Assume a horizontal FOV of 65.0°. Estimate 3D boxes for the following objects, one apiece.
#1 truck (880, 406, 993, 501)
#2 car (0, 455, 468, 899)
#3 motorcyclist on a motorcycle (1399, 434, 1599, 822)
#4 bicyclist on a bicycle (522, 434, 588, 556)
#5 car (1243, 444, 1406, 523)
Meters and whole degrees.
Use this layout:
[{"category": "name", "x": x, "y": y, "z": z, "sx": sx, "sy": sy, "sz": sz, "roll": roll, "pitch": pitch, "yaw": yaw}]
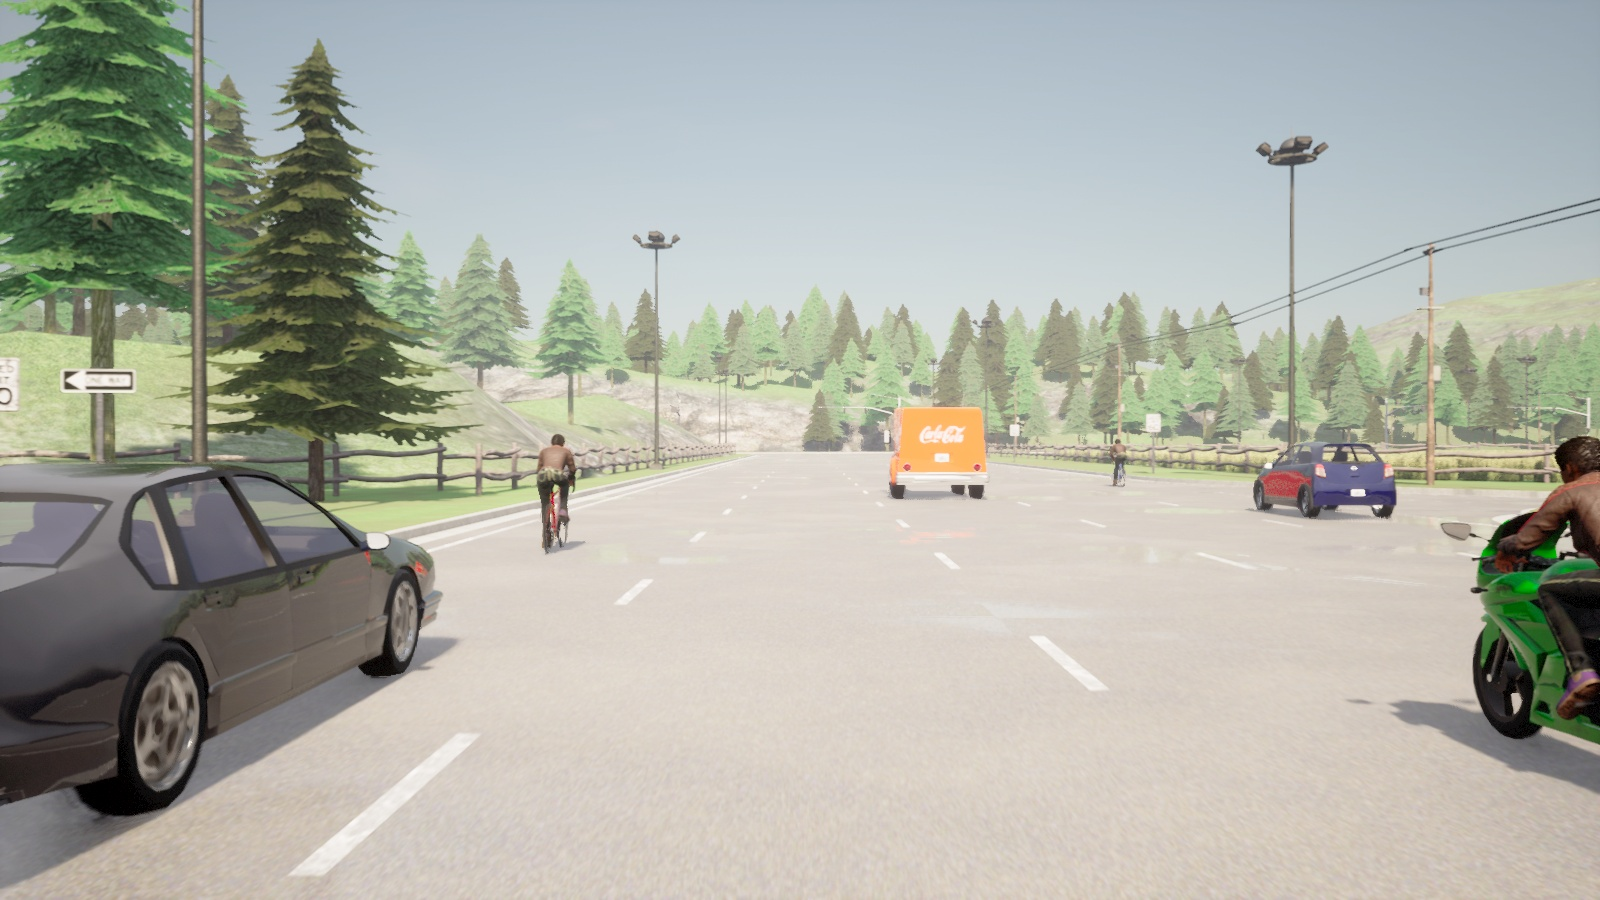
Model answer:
[{"category": "truck", "x": 3.715, "y": 0.068, "z": 35.324, "sx": 2.627, "sy": 2.467, "sz": 5.204, "roll": 0, "pitch": 1, "yaw": 0}, {"category": "car", "x": -3.449, "y": 0.755, "z": 6.456, "sx": 2.033, "sy": 1.411, "sz": 5.357, "roll": 0, "pitch": 0, "yaw": 0}, {"category": "motorcyclist on a motorcycle", "x": 3.547, "y": 0.700, "z": 5.587, "sx": 0.797, "sy": 1.523, "sz": 2.044, "roll": 0, "pitch": 0, "yaw": 0}, {"category": "bicyclist on a bicycle", "x": -3.386, "y": 0.598, "z": 17.466, "sx": 0.582, "sy": 1.620, "sz": 1.656, "roll": 0, "pitch": 0, "yaw": 0}, {"category": "car", "x": 10.661, "y": 0.624, "z": 25.821, "sx": 1.845, "sy": 1.501, "sz": 3.633, "roll": 0, "pitch": 0, "yaw": 0}]
